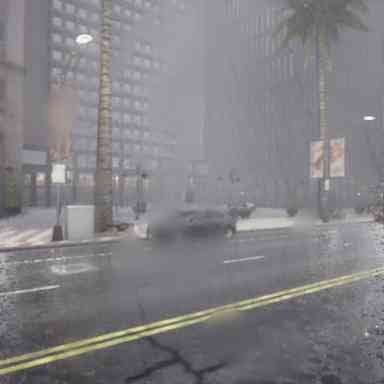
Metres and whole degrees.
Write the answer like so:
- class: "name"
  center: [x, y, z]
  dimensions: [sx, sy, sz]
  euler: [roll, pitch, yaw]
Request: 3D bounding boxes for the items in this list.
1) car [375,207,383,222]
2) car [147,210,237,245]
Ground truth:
- class: "car"
  center: [17.985, 1.776, 29.135]
  dimensions: [4.553, 1.767, 2.185]
  euler: [1, -1, -36]
- class: "car"
  center: [0.091, 1.641, 16.454]
  dimensions: [4.786, 1.482, 2.161]
  euler: [1, -1, -36]
